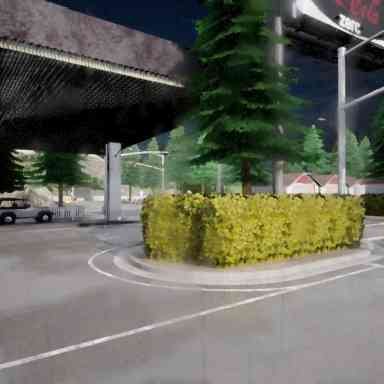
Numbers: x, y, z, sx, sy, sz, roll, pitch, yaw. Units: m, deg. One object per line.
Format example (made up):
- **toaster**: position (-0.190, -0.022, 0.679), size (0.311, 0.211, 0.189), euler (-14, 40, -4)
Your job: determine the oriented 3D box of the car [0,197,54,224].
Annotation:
- **car**: position (-11.935, 1.313, 23.504), size (3.866, 1.878, 1.905), euler (0, 0, -36)
